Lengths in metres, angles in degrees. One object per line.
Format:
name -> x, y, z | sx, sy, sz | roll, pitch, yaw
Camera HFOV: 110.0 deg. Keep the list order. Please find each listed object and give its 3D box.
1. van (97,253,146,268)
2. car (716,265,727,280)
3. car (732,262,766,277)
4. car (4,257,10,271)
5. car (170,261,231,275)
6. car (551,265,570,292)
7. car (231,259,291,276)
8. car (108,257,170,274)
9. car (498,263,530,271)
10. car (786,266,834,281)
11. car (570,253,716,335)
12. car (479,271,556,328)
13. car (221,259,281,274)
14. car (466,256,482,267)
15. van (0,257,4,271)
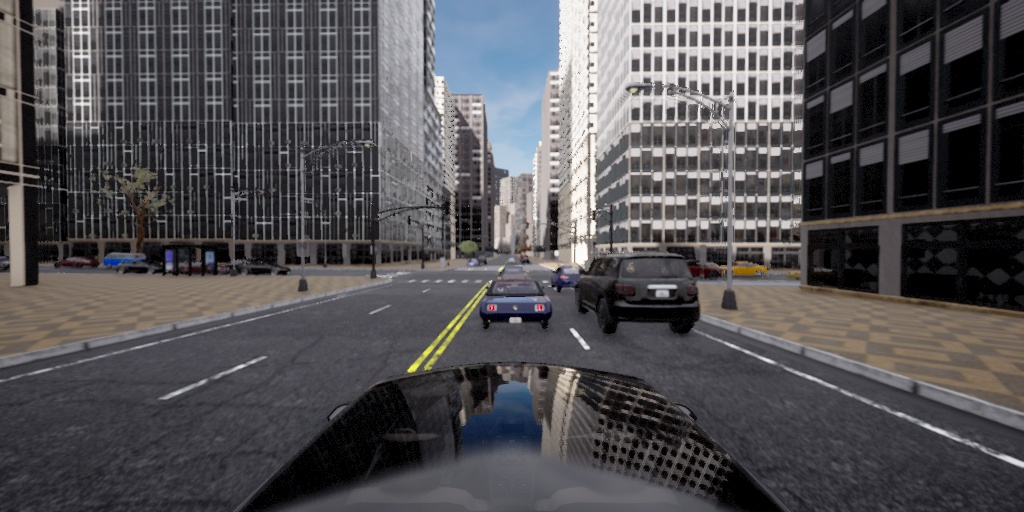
van -> -45.316, 0.565, 41.983 | 3.998, 1.789, 1.690 | 0, 0, 1
car -> 16.171, 1.240, 32.535 | 5.009, 1.841, 2.192 | 0, 0, 1
car -> 24.212, 1.375, 38.178 | 5.008, 1.535, 1.882 | 0, 1, 1
car -> -52.128, 0.806, 36.395 | 5.357, 1.411, 2.033 | 1, 1, 1
car -> -28.438, 1.107, 33.162 | 4.207, 1.307, 1.802 | 0, 0, 1
car -> 3.337, 1.248, 20.778 | 1.812, 1.442, 4.674 | 0, 0, 0
car -> -22.754, 1.143, 33.033 | 4.313, 1.339, 1.948 | 0, 0, 1
car -> -34.119, 1.038, 33.331 | 4.313, 1.339, 1.948 | 0, 0, 1
car -> 0.089, 1.286, 20.786 | 1.994, 1.385, 4.181 | 0, 0, 0
car -> 27.620, 1.550, 32.347 | 4.829, 1.417, 1.751 | 0, 0, 1
car -> 3.345, 0.955, 10.680 | 2.150, 2.045, 5.566 | 0, -1, 0
car -> 0.096, 1.338, 11.315 | 1.895, 1.301, 4.718 | 0, 0, 0
car -> -26.007, 1.026, 35.803 | 4.674, 1.442, 1.812 | 1, 1, 1
car -> -6.591, 1.175, 61.052 | 1.812, 1.442, 4.674 | 0, 0, 0
van -> -51.163, 0.654, 33.716 | 3.998, 1.789, 1.690 | 0, 0, 1
